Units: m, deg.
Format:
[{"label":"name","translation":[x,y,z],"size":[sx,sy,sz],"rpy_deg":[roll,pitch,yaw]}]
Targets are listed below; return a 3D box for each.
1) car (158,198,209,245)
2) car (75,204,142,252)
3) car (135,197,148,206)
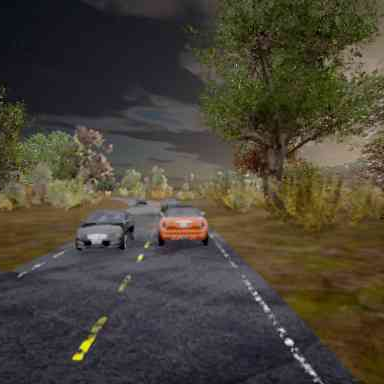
[{"label":"car","translation":[-0.445,1.343,15.581],"size":[2.097,1.767,4.553],"rpy_deg":[0,0,-3]},{"label":"car","translation":[-3.493,1.499,14.173],"size":[2.128,1.511,4.902],"rpy_deg":[0,0,-3]},{"label":"car","translation":[-8.257,1.551,54.263],"size":[2.033,1.411,5.357],"rpy_deg":[0,0,-11]}]
